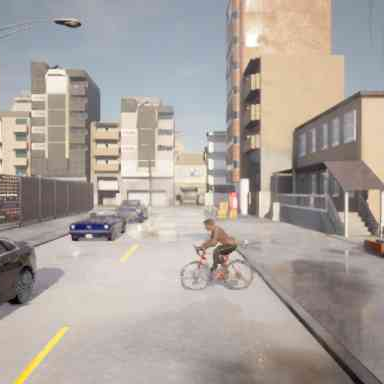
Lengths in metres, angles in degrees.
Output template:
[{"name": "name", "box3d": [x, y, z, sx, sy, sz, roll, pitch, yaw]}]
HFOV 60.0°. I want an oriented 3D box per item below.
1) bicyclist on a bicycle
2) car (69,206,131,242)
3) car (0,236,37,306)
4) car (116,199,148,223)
[{"name": "bicyclist on a bicycle", "box3d": [0.556, 1.424, 7.505, 1.656, 1.620, 0.582, -1, 0, -1]}, {"name": "car", "box3d": [-4.488, 1.596, 16.556, 1.895, 1.301, 4.718, 0, 0, -1]}, {"name": "car", "box3d": [-4.212, 1.490, 5.254, 2.128, 1.511, 4.902, 0, 0, -1]}, {"name": "car", "box3d": [-4.620, 1.344, 25.411, 2.097, 1.767, 4.553, 0, 0, -1]}]
